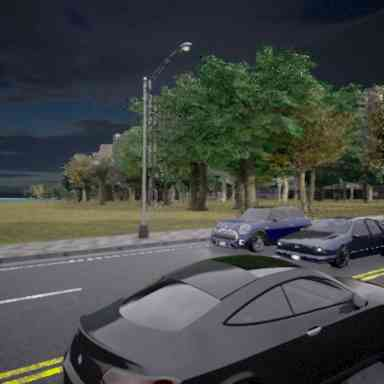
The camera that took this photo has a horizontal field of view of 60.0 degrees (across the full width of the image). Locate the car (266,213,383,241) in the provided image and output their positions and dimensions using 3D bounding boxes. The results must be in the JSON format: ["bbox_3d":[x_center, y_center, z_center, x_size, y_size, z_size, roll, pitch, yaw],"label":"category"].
[{"bbox_3d":[5.241,1.554,11.414,5.357,1.411,2.033,0,0,-35],"label":"car"}]

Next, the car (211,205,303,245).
[{"bbox_3d":[2.982,1.359,13.797,4.553,1.767,2.097,0,0,-35],"label":"car"}]

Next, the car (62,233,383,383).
[{"bbox_3d":[0.901,1.527,4.098,4.674,1.442,1.812,0,0,-36],"label":"car"}]
